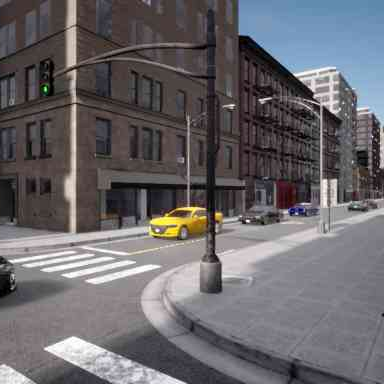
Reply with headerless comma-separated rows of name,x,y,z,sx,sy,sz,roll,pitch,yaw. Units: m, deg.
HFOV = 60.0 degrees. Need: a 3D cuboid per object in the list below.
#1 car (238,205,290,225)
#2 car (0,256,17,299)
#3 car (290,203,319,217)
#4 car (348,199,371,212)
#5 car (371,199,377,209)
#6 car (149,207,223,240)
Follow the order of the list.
car,5.542,1.704,25.941,2.033,1.411,5.357,0,0,35
car,-5.508,1.505,5.360,2.128,1.511,4.902,-1,0,35
car,11.528,1.815,34.321,1.895,1.301,4.718,0,0,36
car,21.889,1.853,43.783,1.994,1.385,4.181,0,0,35
car,27.672,1.844,51.910,1.837,1.490,4.892,0,0,36
car,-0.198,1.575,17.882,1.882,1.535,5.008,0,0,35
